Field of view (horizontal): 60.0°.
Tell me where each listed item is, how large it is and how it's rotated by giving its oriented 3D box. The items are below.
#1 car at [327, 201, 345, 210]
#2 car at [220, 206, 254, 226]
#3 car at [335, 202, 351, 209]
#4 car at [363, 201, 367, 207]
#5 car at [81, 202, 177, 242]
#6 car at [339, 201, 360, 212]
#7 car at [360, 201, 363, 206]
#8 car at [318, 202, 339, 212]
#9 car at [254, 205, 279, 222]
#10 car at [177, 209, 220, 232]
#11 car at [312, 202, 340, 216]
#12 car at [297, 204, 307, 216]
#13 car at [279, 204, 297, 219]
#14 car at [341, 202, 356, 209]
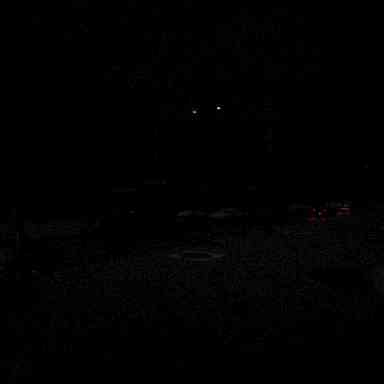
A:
[{"bbox_3d":[24.727,2.365,57.054,1.752,1.417,4.829,-1,-1,35],"label":"car"},{"bbox_3d":[2.826,1.834,26.223,1.752,1.417,4.829,-1,-1,35],"label":"car"},{"bbox_3d":[27.953,2.483,61.596,1.947,1.339,4.313,-1,-1,35],"label":"car"},{"bbox_3d":[40.467,2.786,79.213,1.947,1.339,4.313,-1,-1,35],"label":"car"},{"bbox_3d":[-3.333,1.473,17.557,2.192,1.841,5.009,-1,-1,35],"label":"car"},{"bbox_3d":[23.928,2.272,51.188,2.128,1.511,4.902,0,-1,36],"label":"car"},{"bbox_3d":[34.211,2.633,70.405,1.947,1.339,4.313,-1,-1,35],"label":"car"},{"bbox_3d":[21.696,2.317,52.788,2.008,1.369,4.403,-1,-1,35],"label":"car"},{"bbox_3d":[6.053,1.953,30.766,1.947,1.339,4.313,-1,-1,35],"label":"car"},{"bbox_3d":[-0.205,1.816,21.956,1.802,1.307,4.206,-1,-1,35],"label":"car"},{"bbox_3d":[15.986,2.189,40.005,1.895,1.301,4.718,0,-1,35],"label":"car"},{"bbox_3d":[12.310,2.090,39.575,2.008,1.369,4.403,-1,-1,35],"label":"car"},{"bbox_3d":[9.181,2.030,35.170,1.947,1.339,4.313,-1,-1,35],"label":"car"},{"bbox_3d":[31.082,2.574,66.001,1.802,1.307,4.206,-1,-1,35],"label":"car"}]
